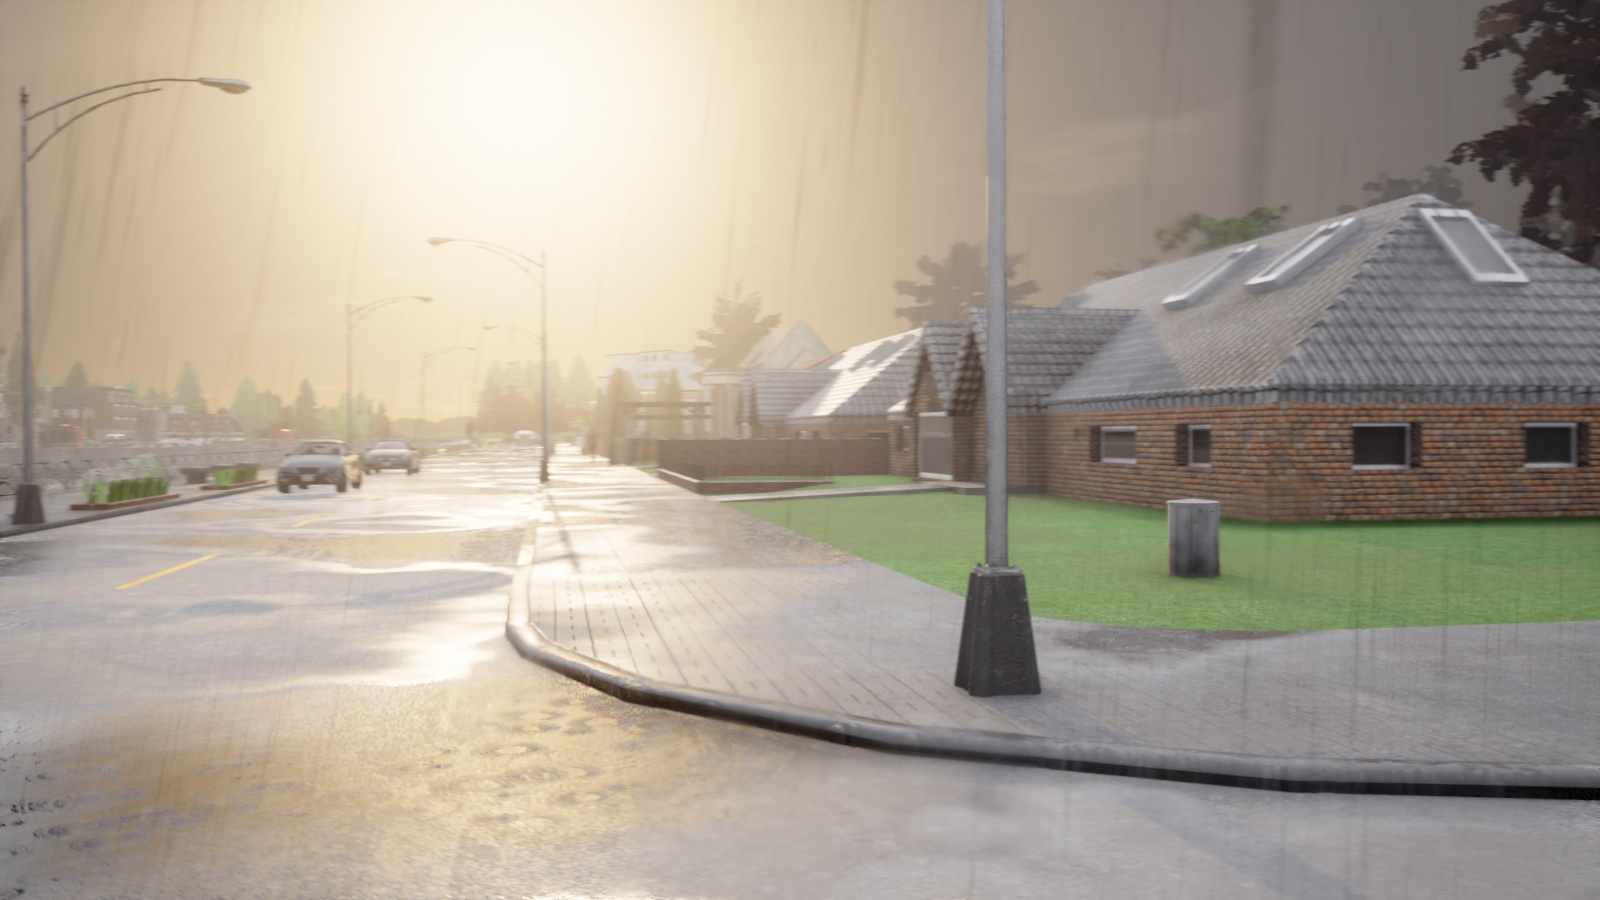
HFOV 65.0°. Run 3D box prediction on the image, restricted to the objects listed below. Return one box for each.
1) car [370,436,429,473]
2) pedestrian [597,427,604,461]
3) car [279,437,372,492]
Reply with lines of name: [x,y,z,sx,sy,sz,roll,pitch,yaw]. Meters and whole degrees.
car: [-16.678,0.159,52.479,1.812,1.442,4.674,0,1,-11]
pedestrian: [-10.855,-0.329,68.323,0.328,1.805,0.869,0,1,-13]
car: [-13.551,0.357,36.091,1.816,1.474,4.193,0,1,-11]
